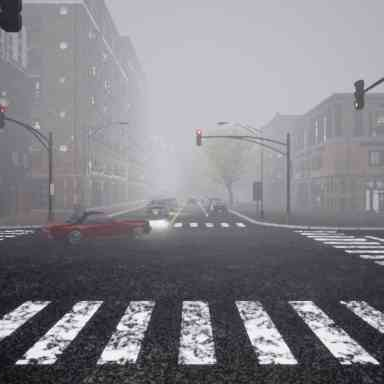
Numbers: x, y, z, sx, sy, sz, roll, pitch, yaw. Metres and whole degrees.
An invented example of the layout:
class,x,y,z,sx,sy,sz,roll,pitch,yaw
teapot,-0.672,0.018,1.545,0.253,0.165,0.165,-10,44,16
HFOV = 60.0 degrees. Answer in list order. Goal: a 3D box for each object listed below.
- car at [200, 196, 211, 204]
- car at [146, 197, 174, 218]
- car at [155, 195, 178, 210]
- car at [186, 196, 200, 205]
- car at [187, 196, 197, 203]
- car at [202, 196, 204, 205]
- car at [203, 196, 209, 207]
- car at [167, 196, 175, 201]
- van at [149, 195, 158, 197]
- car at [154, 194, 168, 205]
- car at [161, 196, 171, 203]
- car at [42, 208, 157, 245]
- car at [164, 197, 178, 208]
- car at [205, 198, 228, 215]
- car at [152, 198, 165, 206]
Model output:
class,x,y,z,sx,sy,sz,roll,pitch,yaw
car,2.683,1.537,67.811,1.967,1.590,4.097,0,0,0
car,-3.104,1.516,30.840,2.128,1.511,4.902,0,0,0
car,-3.097,1.518,40.288,1.882,1.535,5.008,0,0,0
car,-0.005,1.643,60.812,1.994,1.385,4.181,0,0,0
car,-0.006,1.556,70.819,2.033,1.411,5.357,0,0,0
car,2.685,1.488,45.023,1.967,1.590,4.097,0,0,0
car,2.686,1.479,39.327,1.967,1.590,4.097,0,0,0
car,-5.701,1.687,90.429,1.752,1.417,4.829,0,0,0
van,-5.697,1.399,50.721,1.690,1.788,3.998,0,0,0
car,-5.698,1.397,62.115,2.192,1.841,5.009,0,0,0
car,-5.698,1.663,73.508,2.008,1.369,4.403,0,0,0
car,-4.311,1.607,15.551,4.718,1.301,1.895,0,0,-34
car,-3.091,1.583,50.386,1.812,1.442,4.674,0,0,0
car,2.686,1.580,33.630,2.008,1.369,4.403,0,0,0
car,-5.697,1.651,56.418,1.802,1.307,4.206,0,0,0
